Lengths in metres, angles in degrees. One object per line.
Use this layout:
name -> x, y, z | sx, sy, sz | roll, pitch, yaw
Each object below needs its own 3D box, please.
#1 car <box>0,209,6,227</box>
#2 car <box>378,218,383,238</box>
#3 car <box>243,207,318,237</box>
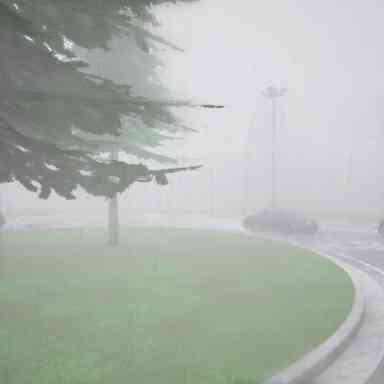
car -> -12.962, 1.259, 18.374 | 4.553, 1.767, 2.097 | 0, 1, -43
car -> 10.227, 1.476, 14.218 | 2.128, 1.511, 4.902 | 0, 0, -11
car -> 4.686, 1.522, 18.125 | 1.994, 1.385, 4.181 | 0, 0, -32
